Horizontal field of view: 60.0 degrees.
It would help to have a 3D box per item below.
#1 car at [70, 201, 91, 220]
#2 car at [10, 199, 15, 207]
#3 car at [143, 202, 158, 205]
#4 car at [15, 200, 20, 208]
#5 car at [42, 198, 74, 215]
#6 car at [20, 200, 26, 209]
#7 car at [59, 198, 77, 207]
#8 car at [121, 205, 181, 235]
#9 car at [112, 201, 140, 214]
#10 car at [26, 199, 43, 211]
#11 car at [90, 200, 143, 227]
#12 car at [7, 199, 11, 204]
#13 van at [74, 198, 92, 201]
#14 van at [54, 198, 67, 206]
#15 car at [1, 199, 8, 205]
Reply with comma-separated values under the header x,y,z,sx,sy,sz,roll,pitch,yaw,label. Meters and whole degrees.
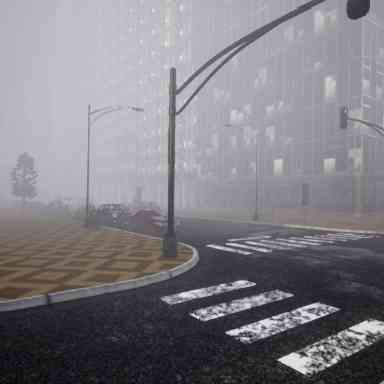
x,y,z,sx,sy,sz,roll,pitch,yaw,label
-8.696,1.713,28.525,1.752,1.417,4.829,1,-1,-35,car
-31.589,2.122,61.269,2.008,1.369,4.403,1,-1,-35,car
-5.182,1.832,38.123,1.967,1.590,4.097,1,-1,-35,car
-28.332,2.062,56.612,1.887,1.381,4.507,1,-1,-35,car
-15.307,1.738,37.981,1.967,1.590,4.097,1,-1,-35,car
-25.076,2.028,51.953,1.947,1.339,4.313,1,-1,-35,car
-24.720,2.035,66.072,2.192,1.841,5.009,1,-1,-35,car
-2.281,1.662,19.348,1.802,1.307,4.206,1,-1,-35,car
-8.536,1.974,42.919,1.752,1.417,4.829,1,-1,-35,car
-21.820,1.958,47.295,2.008,1.369,4.403,1,-1,-35,car
-5.537,1.574,24.007,1.967,1.590,4.097,1,-1,-35,car
-34.845,2.208,65.927,1.802,1.307,4.206,1,-1,-35,car
-18.207,1.952,56.756,1.690,1.788,3.998,1,-1,-35,van
-27.977,2.116,70.730,1.690,1.788,3.998,1,-1,-35,van
-41.358,2.286,75.243,2.008,1.369,4.403,1,-1,-35,car
